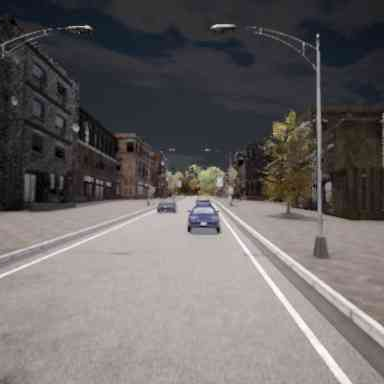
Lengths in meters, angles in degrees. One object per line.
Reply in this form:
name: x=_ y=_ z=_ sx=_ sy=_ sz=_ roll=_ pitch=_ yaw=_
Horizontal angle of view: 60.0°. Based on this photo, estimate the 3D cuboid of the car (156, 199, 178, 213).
car: x=-2.532 y=1.414 z=34.927 sx=2.033 sy=1.411 sz=5.357 roll=0 pitch=0 yaw=2

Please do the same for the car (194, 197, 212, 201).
car: x=1.340 y=1.351 z=40.279 sx=2.128 sy=1.511 sz=4.902 roll=0 pitch=0 yaw=2

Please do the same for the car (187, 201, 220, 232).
car: x=0.694 y=1.506 z=20.014 sx=1.812 sy=1.442 sz=4.674 roll=0 pitch=0 yaw=2
